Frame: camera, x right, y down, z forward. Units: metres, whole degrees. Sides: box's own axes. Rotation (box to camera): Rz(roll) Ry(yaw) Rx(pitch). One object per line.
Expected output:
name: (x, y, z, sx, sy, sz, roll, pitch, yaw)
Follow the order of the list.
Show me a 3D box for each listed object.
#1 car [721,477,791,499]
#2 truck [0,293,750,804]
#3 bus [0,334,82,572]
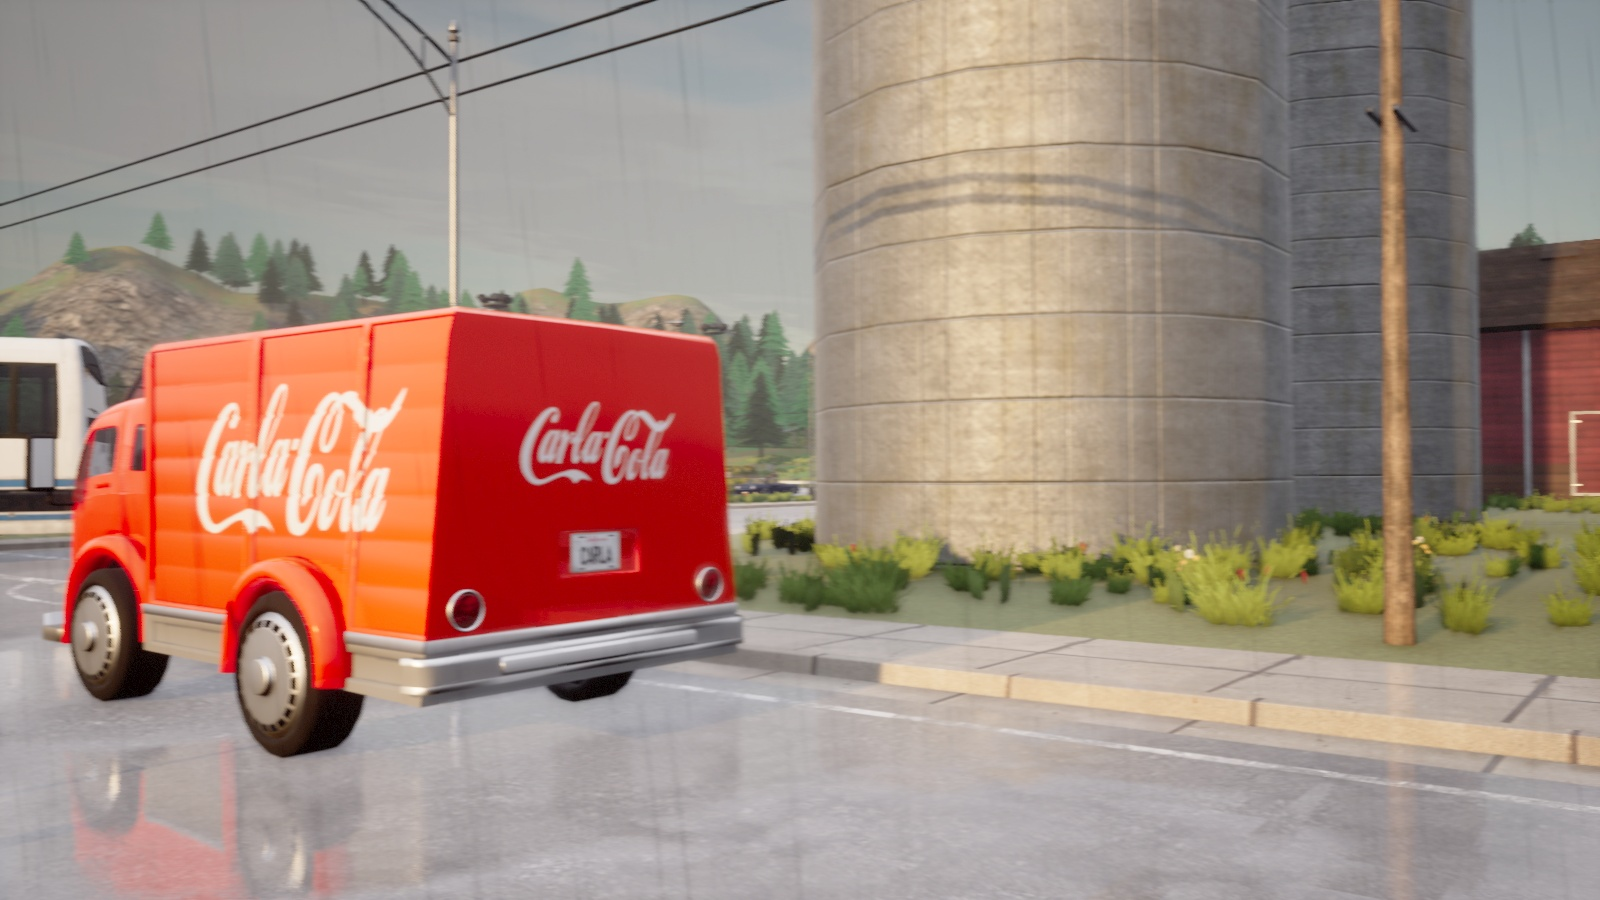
car: (-2.768, 2.432, 80.039, 1.895, 1.301, 4.718, -2, -1, 37)
truck: (-3.198, 0.537, 8.702, 5.204, 2.467, 2.627, -2, -1, 38)
bus: (-19.059, 0.128, 22.553, 10.273, 4.253, 3.944, 0, -1, -22)
